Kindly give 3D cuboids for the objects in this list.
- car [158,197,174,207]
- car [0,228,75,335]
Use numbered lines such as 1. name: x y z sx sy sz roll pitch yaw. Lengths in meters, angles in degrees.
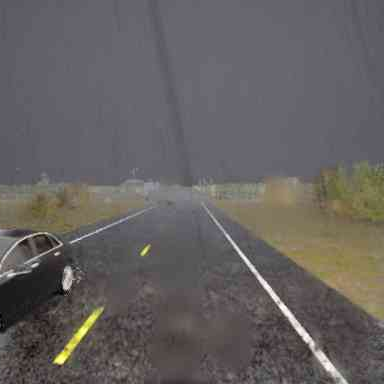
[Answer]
1. car: -3.582 1.368 46.520 1.895 1.301 4.718 0 0 0
2. car: -3.599 1.483 5.840 1.837 1.490 4.892 0 0 0
